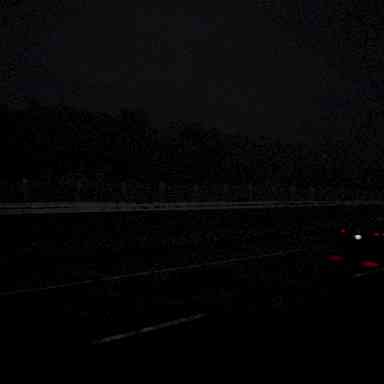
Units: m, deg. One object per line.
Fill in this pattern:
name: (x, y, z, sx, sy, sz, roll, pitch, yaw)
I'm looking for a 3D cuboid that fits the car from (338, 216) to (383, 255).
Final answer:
car: (7.975, 1.703, 13.848, 4.181, 1.385, 1.994, 1, 0, -35)
